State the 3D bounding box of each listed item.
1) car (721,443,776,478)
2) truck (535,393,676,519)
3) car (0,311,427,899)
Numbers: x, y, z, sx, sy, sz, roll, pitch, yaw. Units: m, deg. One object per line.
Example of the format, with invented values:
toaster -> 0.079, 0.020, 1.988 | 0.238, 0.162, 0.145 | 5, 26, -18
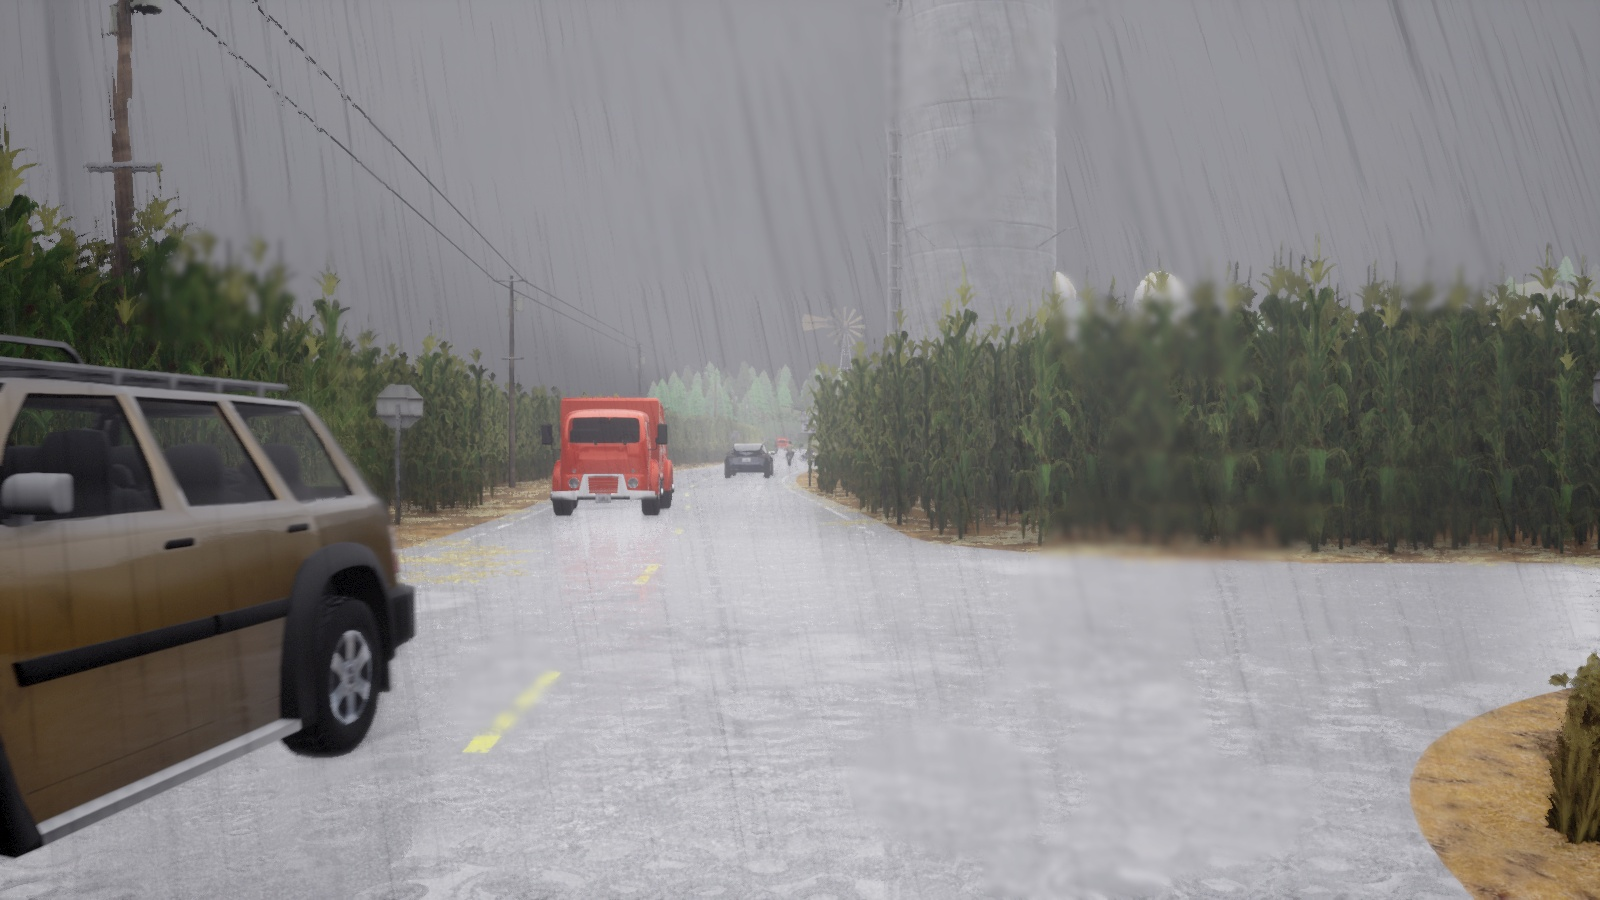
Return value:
car -> -2.199, 0.434, 54.998 | 2.163, 1.488, 4.792 | 0, 0, 1
truck -> -4.080, 0.099, 27.317 | 2.627, 2.467, 5.204 | 0, 1, -4
car -> -3.165, 0.535, 4.535 | 1.932, 1.855, 4.605 | 0, 0, 5
